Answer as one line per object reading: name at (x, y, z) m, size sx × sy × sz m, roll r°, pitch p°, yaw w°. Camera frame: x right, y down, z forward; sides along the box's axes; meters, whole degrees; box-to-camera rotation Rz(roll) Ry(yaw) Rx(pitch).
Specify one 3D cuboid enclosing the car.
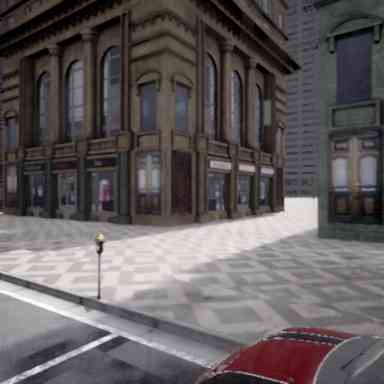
car at (1.731, 1.440, 1.725) m, size 4.097 × 1.590 × 1.967 m, roll 0°, pitch 0°, yaw 36°
